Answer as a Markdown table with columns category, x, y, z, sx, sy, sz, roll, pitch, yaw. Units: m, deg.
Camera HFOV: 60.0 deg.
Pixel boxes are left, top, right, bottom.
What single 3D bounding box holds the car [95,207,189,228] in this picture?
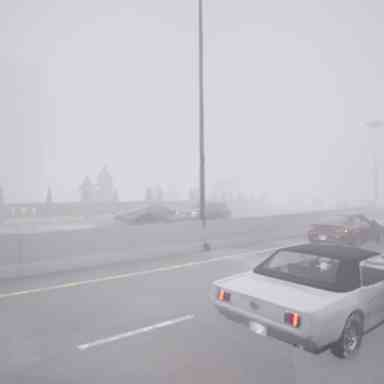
| category | x | y | z | sx | sy | sz | roll | pitch | yaw |
| --- | --- | --- | --- | --- | --- | --- | --- | --- | --- |
| car | -2.526 | 1.634 | 15.672 | 4.181 | 1.385 | 1.994 | 0 | 0 | -41 |

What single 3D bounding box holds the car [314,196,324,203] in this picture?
| category | x | y | z | sx | sy | sz | roll | pitch | yaw |
| --- | --- | --- | --- | --- | --- | --- | --- | --- | --- |
| car | 32.741 | 1.894 | 85.892 | 1.882 | 1.535 | 5.008 | -1 | 0 | 14 |

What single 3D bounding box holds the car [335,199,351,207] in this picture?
| category | x | y | z | sx | sy | sz | roll | pitch | yaw |
| --- | --- | --- | --- | --- | --- | --- | --- | --- | --- |
| car | 21.858 | 1.754 | 48.107 | 2.033 | 1.411 | 5.357 | -1 | -1 | 25 |

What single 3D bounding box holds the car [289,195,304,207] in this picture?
| category | x | y | z | sx | sy | sz | roll | pitch | yaw |
| --- | --- | --- | --- | --- | --- | --- | --- | --- | --- |
| car | 18.181 | 1.530 | 57.660 | 2.150 | 2.045 | 5.566 | 0 | -1 | 20 |

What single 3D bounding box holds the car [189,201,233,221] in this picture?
| category | x | y | z | sx | sy | sz | roll | pitch | yaw |
| --- | --- | --- | --- | --- | --- | --- | --- | --- | --- |
| car | 0.865 | 1.460 | 23.592 | 2.097 | 1.767 | 4.553 | 0 | 0 | 44 |

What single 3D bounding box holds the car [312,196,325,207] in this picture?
| category | x | y | z | sx | sy | sz | roll | pitch | yaw |
| --- | --- | --- | --- | --- | --- | --- | --- | --- | --- |
| car | 21.589 | 1.786 | 56.888 | 1.837 | 1.490 | 4.892 | 0 | 0 | 20 |

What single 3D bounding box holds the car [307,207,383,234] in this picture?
| category | x | y | z | sx | sy | sz | roll | pitch | yaw |
| --- | --- | --- | --- | --- | --- | --- | --- | --- | --- |
| car | 6.653 | 1.570 | 14.281 | 4.674 | 1.442 | 1.812 | 0 | 0 | -44 |

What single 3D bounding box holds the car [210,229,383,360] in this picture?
| category | x | y | z | sx | sy | sz | roll | pitch | yaw |
| --- | --- | --- | --- | --- | --- | --- | --- | --- | --- |
| car | 2.657 | 1.619 | 6.038 | 4.718 | 1.301 | 1.895 | 0 | 0 | -39 |

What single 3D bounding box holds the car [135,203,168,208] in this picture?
| category | x | y | z | sx | sy | sz | roll | pitch | yaw |
| --- | --- | --- | --- | --- | --- | --- | --- | --- | --- |
| car | -3.240 | 1.597 | 24.405 | 5.008 | 1.535 | 1.882 | 0 | 0 | -44 |
